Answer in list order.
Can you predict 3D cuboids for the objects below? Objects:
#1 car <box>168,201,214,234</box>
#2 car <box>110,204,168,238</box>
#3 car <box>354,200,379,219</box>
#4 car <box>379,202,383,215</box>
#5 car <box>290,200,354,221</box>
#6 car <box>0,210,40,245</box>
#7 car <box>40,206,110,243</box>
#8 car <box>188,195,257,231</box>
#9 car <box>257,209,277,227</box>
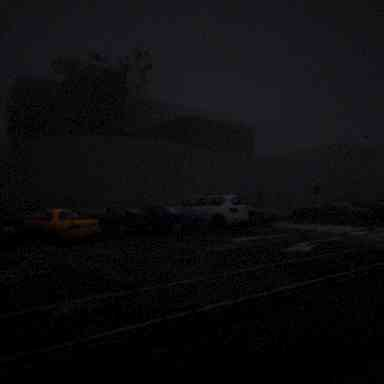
[{"bbox_3d":[-1.576,1.470,19.185,5.008,1.535,2.097,-1,-1,35],"label":"car"},{"bbox_3d":[-4.004,1.467,17.449,4.892,1.521,2.231,-1,0,35],"label":"car"},{"bbox_3d":[13.176,1.540,29.422,5.366,1.575,1.946,-1,-1,35],"label":"car"},{"bbox_3d":[15.430,1.597,31.264,4.792,1.488,2.163,-1,-1,35],"label":"car"},{"bbox_3d":[10.591,1.567,27.797,4.674,1.452,2.002,-1,-1,35],"label":"car"},{"bbox_3d":[-8.900,1.491,14.018,4.792,1.488,2.163,-1,0,35],"label":"car"},{"bbox_3d":[-6.595,1.461,15.833,5.366,1.575,1.946,-1,0,35],"label":"car"},{"bbox_3d":[0.830,1.225,20.918,5.566,2.045,2.435,-1,-1,35],"label":"car"},{"bbox_3d":[3.289,1.487,22.638,4.892,1.521,2.231,-1,-1,35],"label":"car"}]
